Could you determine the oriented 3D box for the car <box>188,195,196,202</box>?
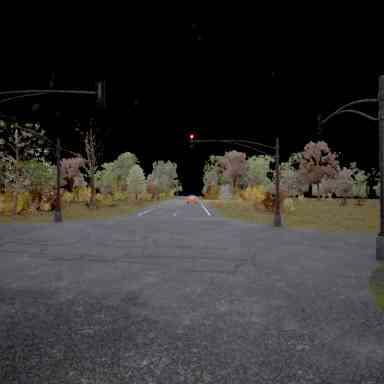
[{"bbox_3d":[0.021,1.449,78.042,1.812,1.442,4.674,0,0,0],"label":"car"}]

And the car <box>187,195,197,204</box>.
[{"bbox_3d":[0.019,1.424,68.007,2.097,1.767,4.553,0,0,0],"label":"car"}]
